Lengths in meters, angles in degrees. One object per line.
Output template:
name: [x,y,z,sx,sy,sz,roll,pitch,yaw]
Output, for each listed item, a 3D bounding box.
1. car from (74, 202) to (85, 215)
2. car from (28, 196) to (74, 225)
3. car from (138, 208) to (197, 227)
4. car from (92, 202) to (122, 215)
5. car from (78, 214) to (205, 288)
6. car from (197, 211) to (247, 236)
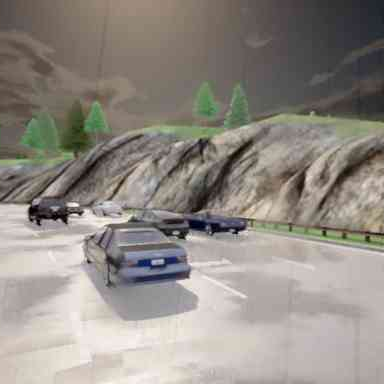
car: [-12.502,1.718,33.440,2.033,1.411,5.357,0,0,-38]
car: [-11.010,1.347,25.342,2.150,2.045,5.566,1,-1,-34]
car: [-1.876,1.603,17.144,1.837,1.490,4.892,0,0,-28]
car: [-8.743,1.710,34.193,1.812,1.442,4.674,0,-1,-37]
car: [-1.865,1.601,9.589,2.033,1.411,5.357,0,0,-26]
car: [1.012,1.718,19.184,1.895,1.301,4.718,0,0,-29]
